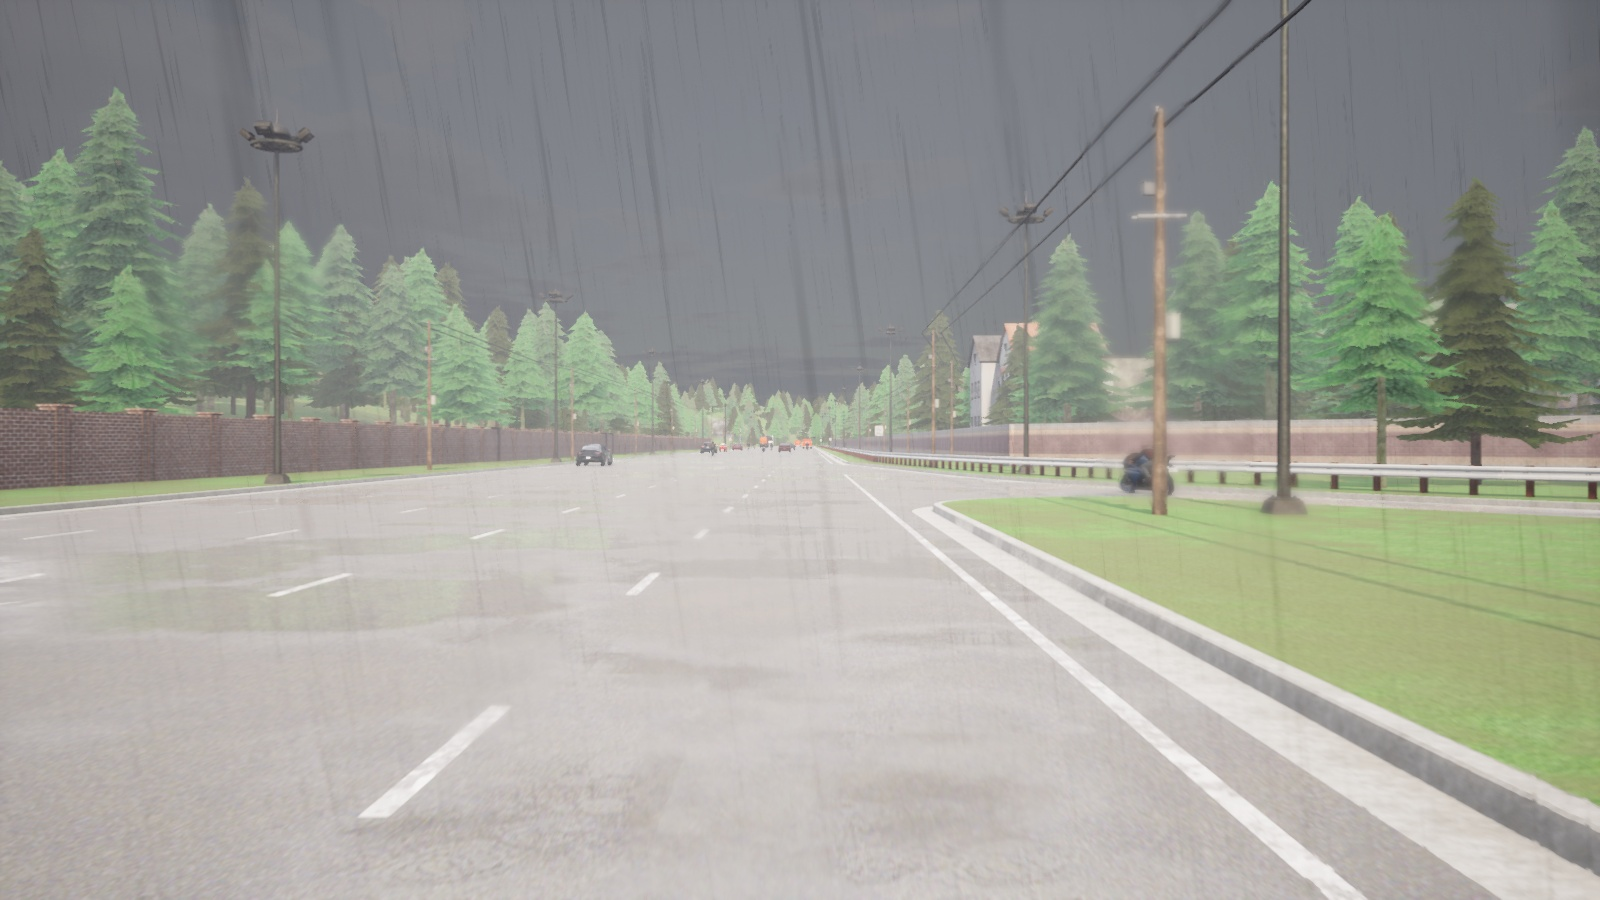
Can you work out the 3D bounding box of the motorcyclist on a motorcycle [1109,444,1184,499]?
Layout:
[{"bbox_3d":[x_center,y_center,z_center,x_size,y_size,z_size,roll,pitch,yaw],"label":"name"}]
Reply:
[{"bbox_3d":[9.890,0.587,35.930,0.866,1.530,2.191,0,0,-24],"label":"motorcyclist on a motorcycle"}]

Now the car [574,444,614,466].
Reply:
[{"bbox_3d":[-13.514,0.296,82.588,1.812,1.442,4.674,0,0,0],"label":"car"}]
